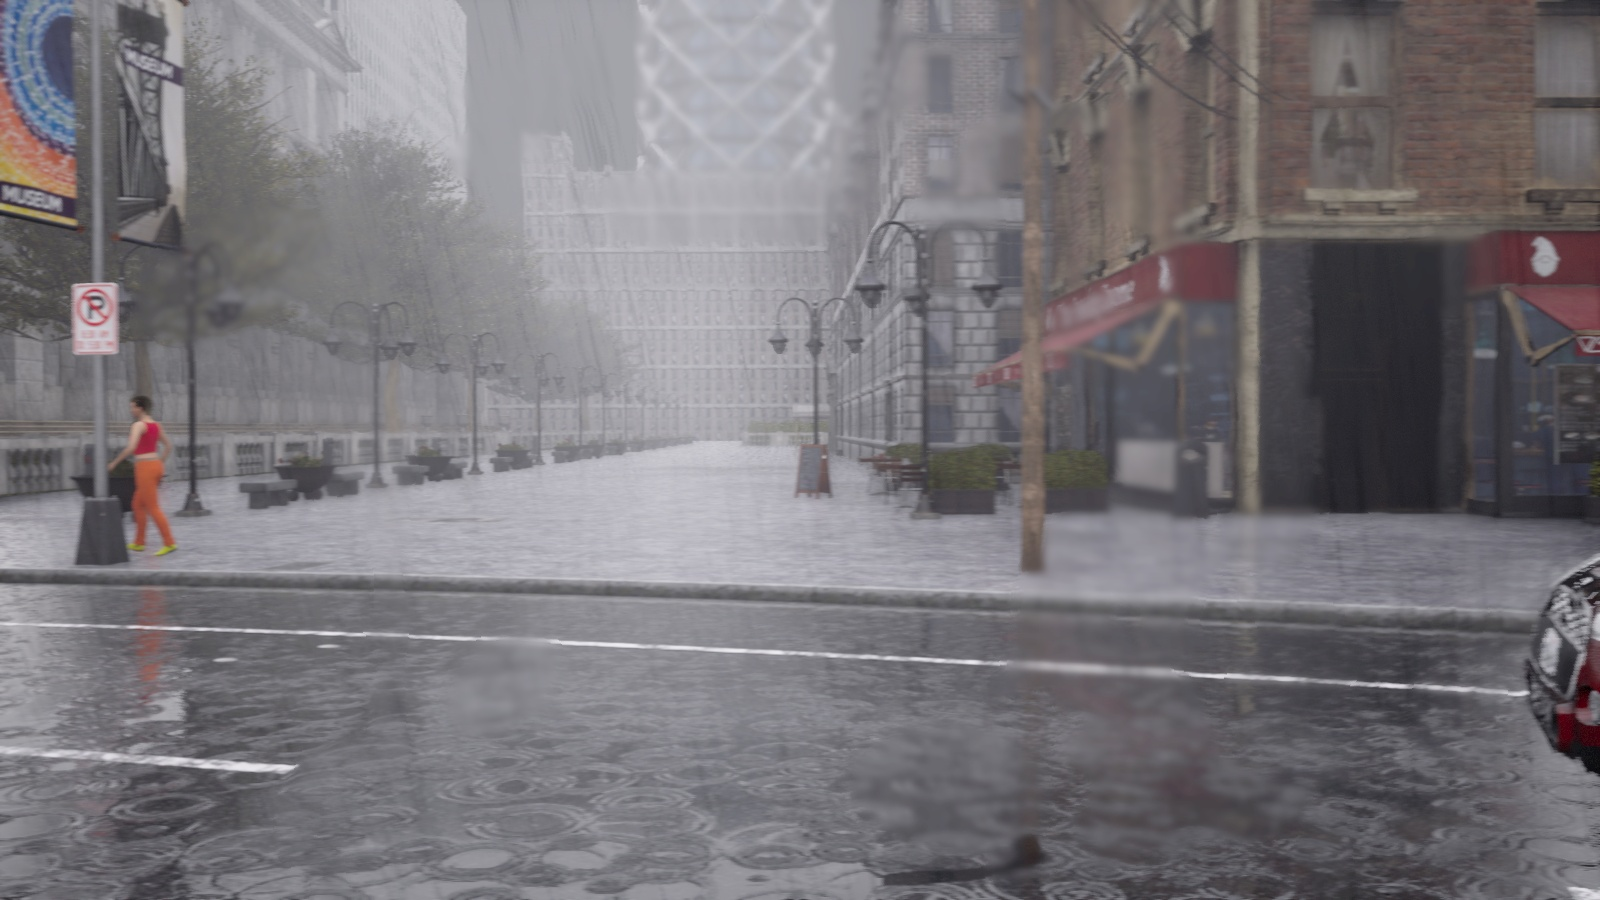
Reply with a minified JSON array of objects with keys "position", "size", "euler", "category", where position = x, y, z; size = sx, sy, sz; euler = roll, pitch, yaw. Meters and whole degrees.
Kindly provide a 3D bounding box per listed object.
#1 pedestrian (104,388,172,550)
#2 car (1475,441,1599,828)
[{"position":[-7.591,0.214,14.403],"size":[0.594,1.836,0.345],"euler":[0,1,2],"category":"pedestrian"},{"position":[4.973,0.723,5.073],"size":[3.806,1.475,1.970],"euler":[1,1,24],"category":"car"}]
